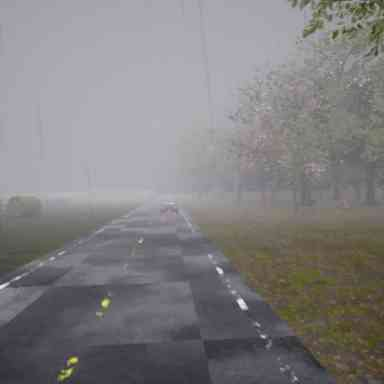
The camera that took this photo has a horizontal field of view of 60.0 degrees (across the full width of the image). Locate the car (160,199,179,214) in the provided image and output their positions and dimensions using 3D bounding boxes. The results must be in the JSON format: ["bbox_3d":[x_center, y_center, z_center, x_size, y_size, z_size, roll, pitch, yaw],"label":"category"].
[{"bbox_3d":[-2.392,1.628,35.388,1.895,1.301,4.718,-1,0,-4],"label":"car"}]

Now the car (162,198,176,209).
[{"bbox_3d":[-3.352,1.634,48.611,1.895,1.301,4.718,-1,0,-4],"label":"car"}]
